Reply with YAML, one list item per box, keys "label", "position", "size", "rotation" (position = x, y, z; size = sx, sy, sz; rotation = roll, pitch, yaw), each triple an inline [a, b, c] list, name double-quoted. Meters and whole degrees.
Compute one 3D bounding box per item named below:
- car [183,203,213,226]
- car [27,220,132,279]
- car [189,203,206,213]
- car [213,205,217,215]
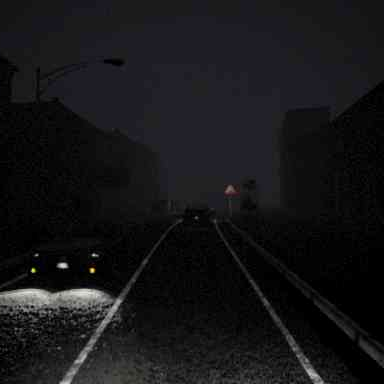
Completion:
- label: "car"
  position: [0.411, 1.597, 24.409]
  size: [1.882, 1.535, 5.008]
  rotation: [0, -1, 2]
- label: "car"
  position: [-3.070, 1.557, 9.903]
  size: [1.994, 1.385, 4.181]
  rotation: [0, 0, 0]
- label: "car"
  position: [1.006, 2.539, 54.838]
  size: [1.882, 1.535, 5.008]
  rotation: [-1, -2, 11]
- label: "car"
  position: [2.023, 2.133, 41.766]
  size: [1.812, 1.442, 4.674]
  rotation: [-1, -2, 8]
